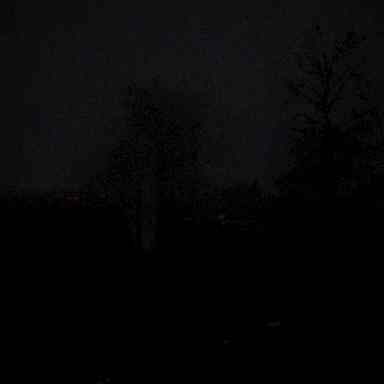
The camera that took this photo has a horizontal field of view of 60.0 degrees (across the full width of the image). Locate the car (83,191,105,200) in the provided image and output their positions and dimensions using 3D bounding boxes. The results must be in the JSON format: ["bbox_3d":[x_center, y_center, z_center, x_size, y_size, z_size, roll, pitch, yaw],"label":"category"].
[{"bbox_3d":[-14.452,0.492,49.052,2.033,1.411,5.357,-1,2,-35],"label":"car"}]

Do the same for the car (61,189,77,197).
[{"bbox_3d":[-22.151,0.149,59.860,2.128,1.511,4.902,-1,2,-36],"label":"car"}]

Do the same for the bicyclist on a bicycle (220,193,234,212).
[{"bbox_3d":[3.156,0.943,29.591,1.656,1.620,0.582,0,1,-35],"label":"bicyclist on a bicycle"}]
